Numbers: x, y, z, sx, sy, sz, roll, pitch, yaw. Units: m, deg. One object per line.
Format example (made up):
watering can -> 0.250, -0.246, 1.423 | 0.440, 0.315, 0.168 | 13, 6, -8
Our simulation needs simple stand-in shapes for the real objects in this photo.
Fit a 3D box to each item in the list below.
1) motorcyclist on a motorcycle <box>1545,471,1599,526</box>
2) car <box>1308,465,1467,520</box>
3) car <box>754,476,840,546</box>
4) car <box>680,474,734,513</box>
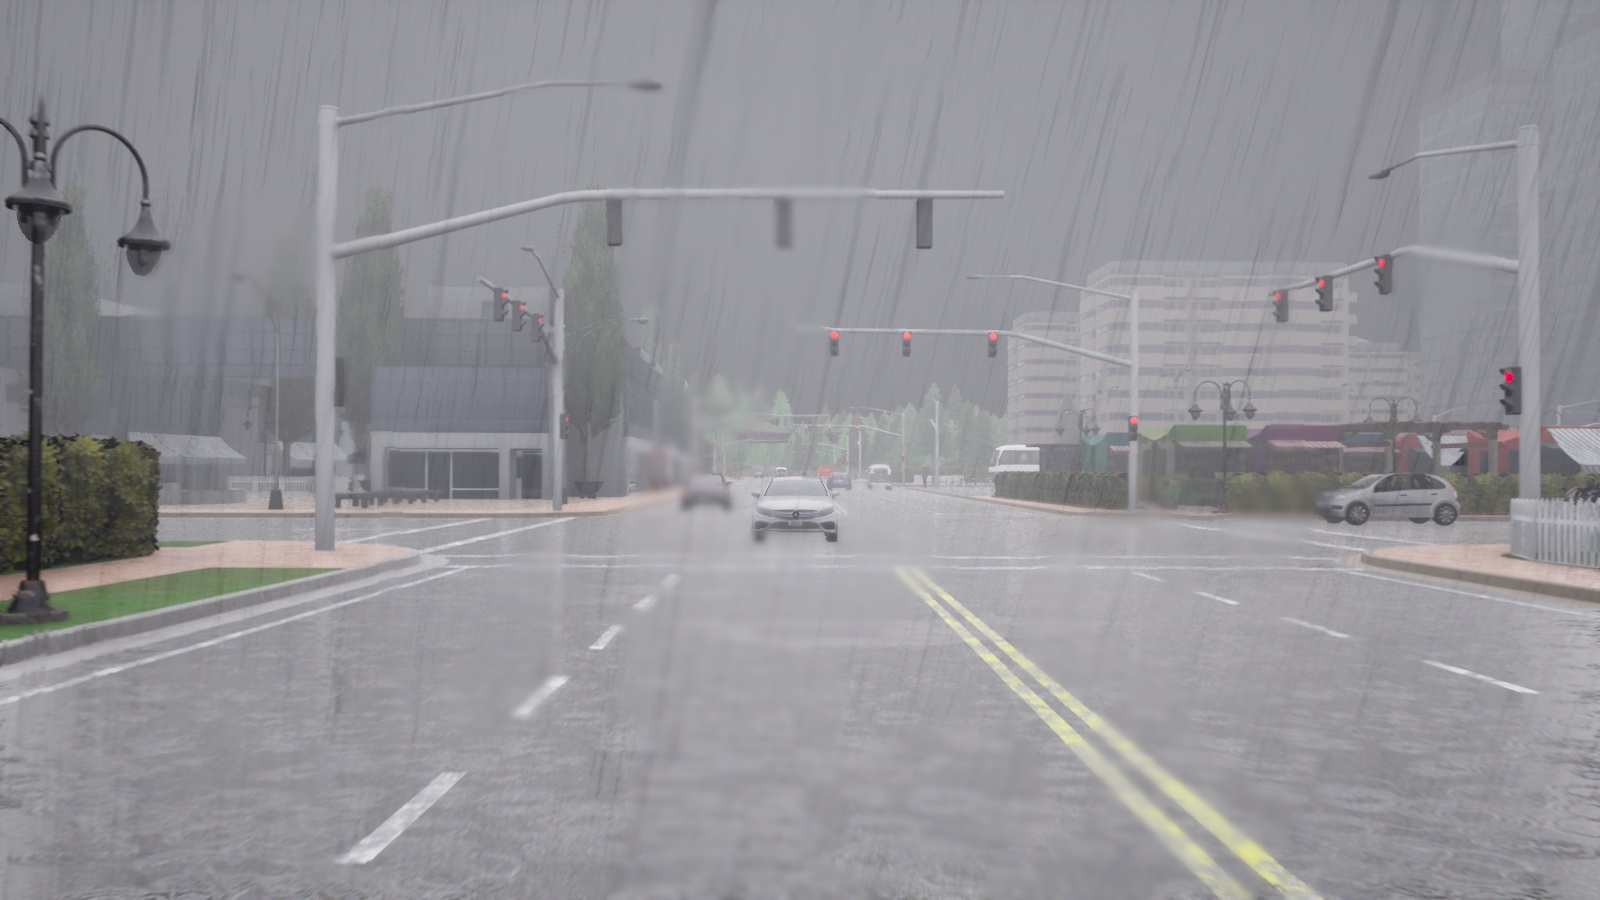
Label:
motorcyclist on a motorcycle -> 22.229, 1.350, 35.180 | 2.191, 1.530, 0.866 | 0, -1, -2
car -> 17.996, 1.286, 38.566 | 3.988, 1.617, 1.851 | 0, -1, -2
car -> -0.070, 1.320, 28.662 | 1.812, 1.442, 4.674 | 0, -1, 0
car -> -3.622, 1.688, 49.775 | 1.812, 1.442, 4.674 | 0, -1, 0
